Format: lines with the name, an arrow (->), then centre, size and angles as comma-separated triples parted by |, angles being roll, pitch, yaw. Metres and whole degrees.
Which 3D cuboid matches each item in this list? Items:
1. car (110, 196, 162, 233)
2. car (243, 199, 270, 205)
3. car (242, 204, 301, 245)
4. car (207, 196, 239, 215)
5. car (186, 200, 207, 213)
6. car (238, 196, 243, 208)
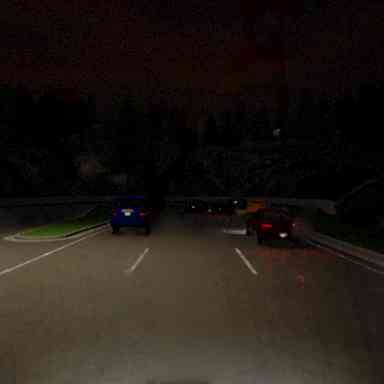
car -> -3.158, 1.221, 19.738 | 2.150, 2.045, 5.566 | 0, 0, 3
car -> 6.478, 1.477, 32.468 | 1.882, 1.535, 5.008 | 0, 0, 16
car -> 3.681, 1.525, 15.518 | 1.812, 1.442, 4.674 | 0, 0, 1
car -> 3.296, 1.478, 33.953 | 1.882, 1.535, 5.008 | 0, 0, 16
car -> 0.696, 1.564, 37.618 | 1.994, 1.385, 4.181 | 0, 0, 16
car -> 5.971, 1.352, 44.078 | 2.097, 1.767, 4.553 | 0, 0, 13
